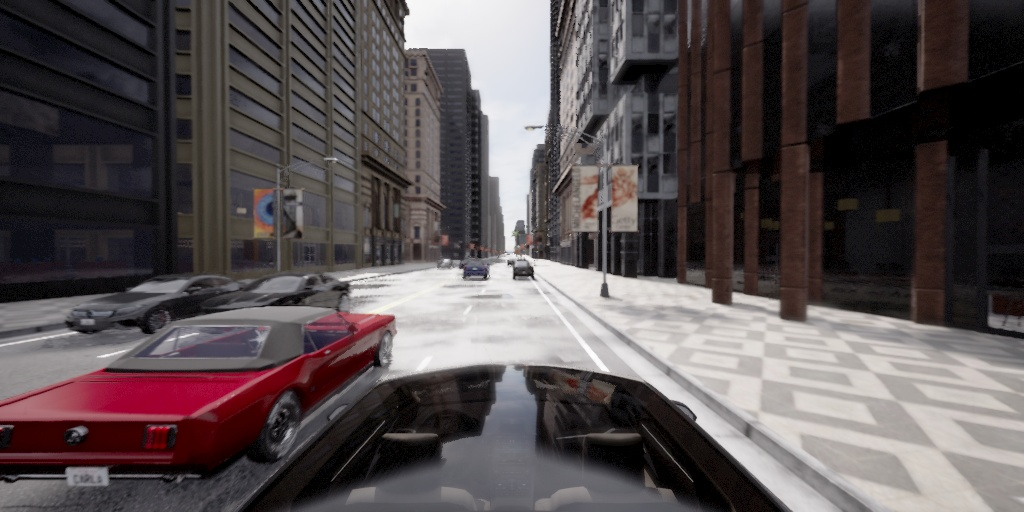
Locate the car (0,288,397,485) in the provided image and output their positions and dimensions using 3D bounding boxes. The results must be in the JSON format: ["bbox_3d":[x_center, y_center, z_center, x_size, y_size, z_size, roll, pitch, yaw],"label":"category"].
[{"bbox_3d":[-3.149,1.350,4.884,1.895,1.301,4.718,0,0,0],"label":"car"}]

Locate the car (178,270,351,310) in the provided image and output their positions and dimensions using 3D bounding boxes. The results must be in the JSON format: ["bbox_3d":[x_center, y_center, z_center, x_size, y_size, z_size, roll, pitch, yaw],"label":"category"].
[{"bbox_3d":[-6.598,1.225,10.667,1.882,1.535,5.008,0,0,0],"label":"car"}]

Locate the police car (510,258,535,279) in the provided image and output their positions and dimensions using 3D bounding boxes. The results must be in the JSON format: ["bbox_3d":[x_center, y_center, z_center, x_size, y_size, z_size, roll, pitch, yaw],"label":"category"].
[{"bbox_3d":[0.979,1.165,31.994,1.930,1.638,5.238,0,0,0],"label":"police car"}]

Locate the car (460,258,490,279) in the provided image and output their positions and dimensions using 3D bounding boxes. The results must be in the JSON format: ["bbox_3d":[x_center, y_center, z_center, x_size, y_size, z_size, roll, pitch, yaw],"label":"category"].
[{"bbox_3d":[-3.147,1.091,32.547,2.097,1.767,4.553,0,0,0],"label":"car"}]

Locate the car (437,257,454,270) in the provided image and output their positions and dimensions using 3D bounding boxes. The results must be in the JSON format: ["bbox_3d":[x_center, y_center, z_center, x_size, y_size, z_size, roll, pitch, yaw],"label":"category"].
[{"bbox_3d":[-9.801,1.222,53.019,2.128,1.511,4.902,0,0,0],"label":"car"}]

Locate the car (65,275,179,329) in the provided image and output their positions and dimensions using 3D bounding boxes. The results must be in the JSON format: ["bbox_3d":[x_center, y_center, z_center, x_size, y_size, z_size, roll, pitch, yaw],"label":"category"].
[{"bbox_3d":[-9.848,1.273,10.651,1.812,1.442,4.674,0,0,0],"label":"car"}]
